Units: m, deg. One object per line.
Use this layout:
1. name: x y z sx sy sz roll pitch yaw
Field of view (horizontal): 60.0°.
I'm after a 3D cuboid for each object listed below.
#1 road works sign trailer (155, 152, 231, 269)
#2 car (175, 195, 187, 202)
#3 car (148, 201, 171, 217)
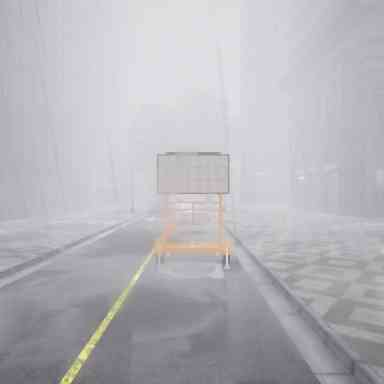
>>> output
1. road works sign trailer: 0.041 0.466 11.182 2.380 3.560 2.880 0 0 0
2. car: -2.743 1.669 72.104 1.895 1.301 4.718 0 0 0
3. car: -2.992 1.565 31.542 2.033 1.411 5.357 0 0 0
